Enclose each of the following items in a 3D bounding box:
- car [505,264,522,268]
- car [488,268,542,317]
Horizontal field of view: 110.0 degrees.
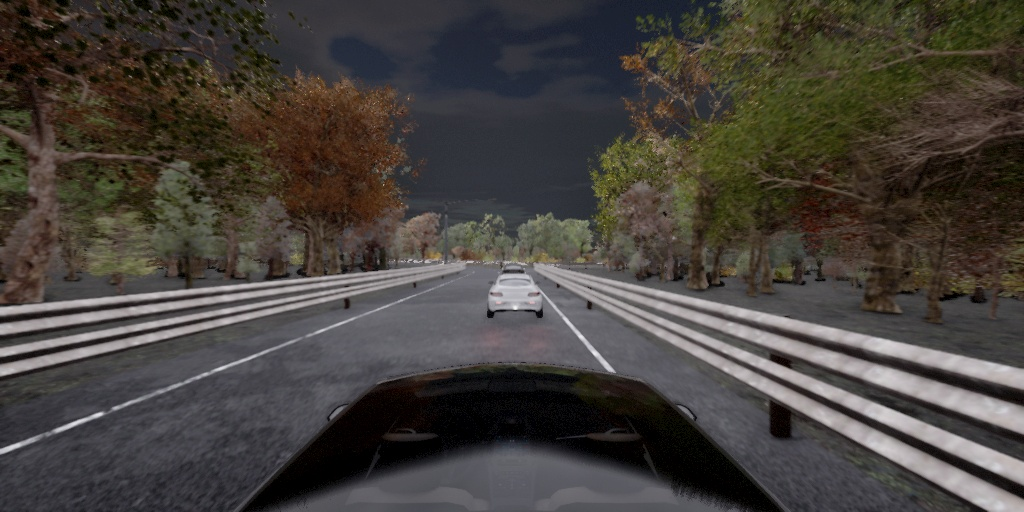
[{"bbox_3d":[0.118,1.450,30.848,1.882,1.535,5.008,0,0,0],"label":"car"},{"bbox_3d":[0.107,1.365,13.466,1.812,1.442,4.674,0,0,0],"label":"car"}]
